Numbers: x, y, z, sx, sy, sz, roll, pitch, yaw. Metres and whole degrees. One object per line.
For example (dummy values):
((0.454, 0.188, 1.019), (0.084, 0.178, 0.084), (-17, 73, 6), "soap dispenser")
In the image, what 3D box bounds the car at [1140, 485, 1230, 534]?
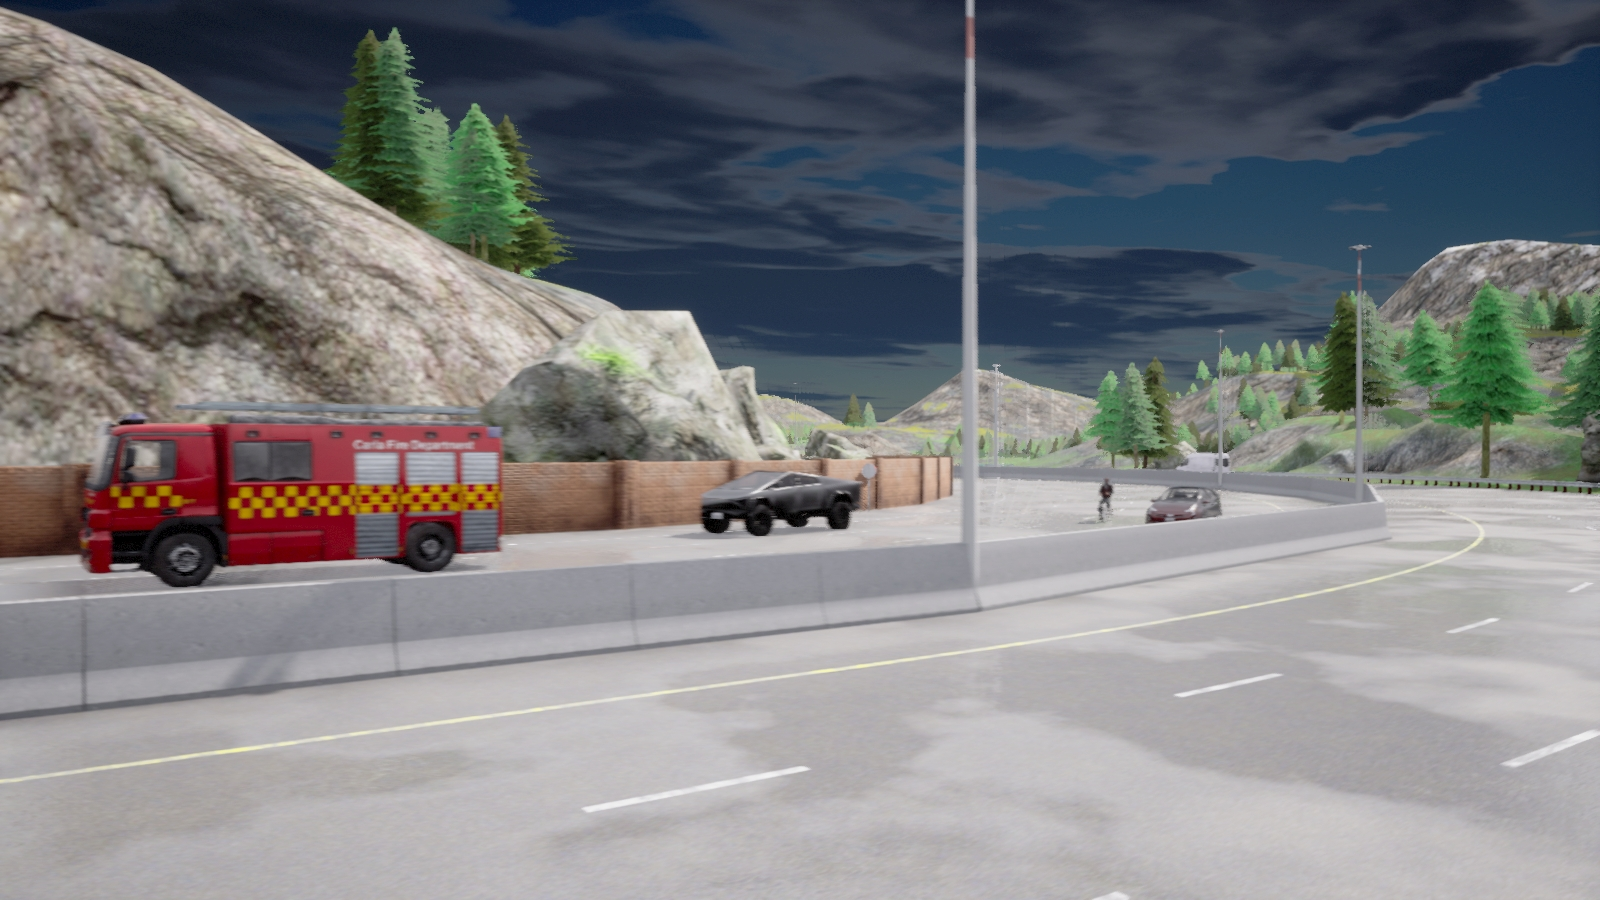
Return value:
((13.739, 2.062, 40.616), (2.007, 1.525, 4.514), (0, 0, 32), "car")

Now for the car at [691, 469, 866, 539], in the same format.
((-0.625, 1.768, 39.197), (2.390, 2.098, 6.274), (0, 0, 41), "car")

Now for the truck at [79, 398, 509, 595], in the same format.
((-11.176, 0.895, 25.790), (8.468, 3.827, 2.891), (0, 0, -36), "truck")
